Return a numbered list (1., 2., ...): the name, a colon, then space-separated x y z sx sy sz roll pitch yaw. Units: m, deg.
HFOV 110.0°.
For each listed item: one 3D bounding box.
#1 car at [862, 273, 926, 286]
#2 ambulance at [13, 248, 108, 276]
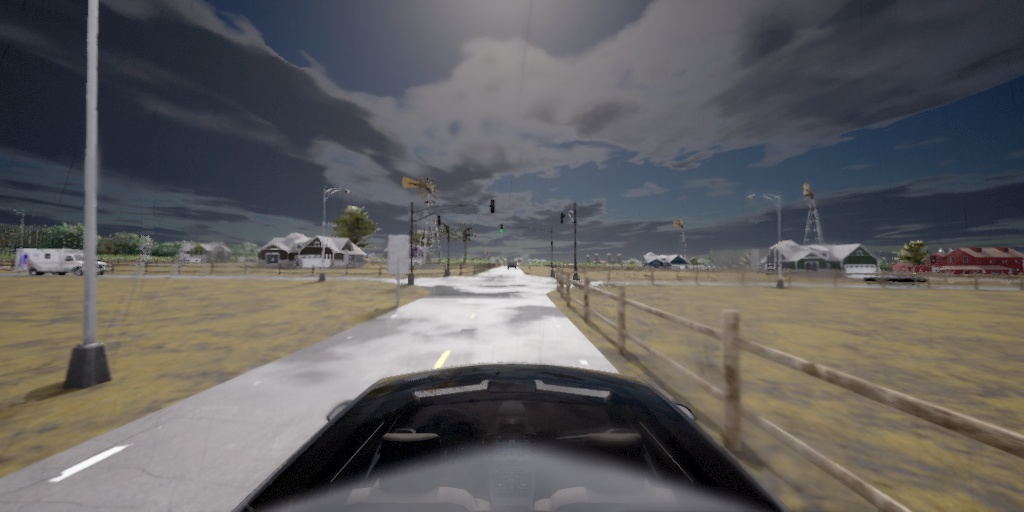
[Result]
1. car: 38.425 2.372 36.167 4.718 1.301 1.895 1 -2 1
2. ambulance: -40.984 0.599 32.797 6.366 2.431 2.351 1 -2 0
